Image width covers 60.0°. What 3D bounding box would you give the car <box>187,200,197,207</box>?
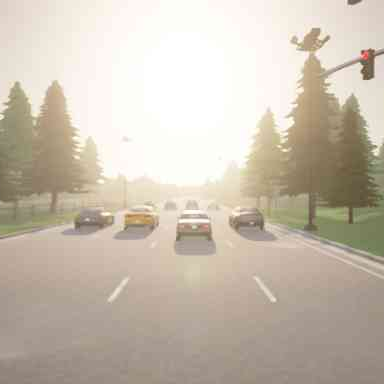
[{"bbox_3d":[0.004,2.236,65.267,1.994,1.385,4.181,0,-1,0],"label":"car"}]

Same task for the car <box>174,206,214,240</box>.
[{"bbox_3d":[0.101,1.736,18.227,2.033,1.411,5.357,0,-1,0],"label":"car"}]

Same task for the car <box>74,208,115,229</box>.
[{"bbox_3d":[-6.899,1.811,23.952,1.994,1.385,4.181,0,-1,0],"label":"car"}]

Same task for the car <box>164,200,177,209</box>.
[{"bbox_3d":[-3.497,2.041,54.849,1.882,1.535,5.008,0,-1,0],"label":"car"}]

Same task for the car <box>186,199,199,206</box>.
[{"bbox_3d":[0.003,1.919,55.203,2.097,1.767,4.553,0,-1,0],"label":"car"}]

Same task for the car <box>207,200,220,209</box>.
[{"bbox_3d":[3.503,2.093,55.264,1.812,1.442,4.674,0,-1,0],"label":"car"}]

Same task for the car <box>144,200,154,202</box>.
[{"bbox_3d":[-6.997,2.068,54.849,1.837,1.490,4.892,0,-1,0],"label":"car"}]

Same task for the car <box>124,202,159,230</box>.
[{"bbox_3d":[-3.399,1.716,23.124,1.882,1.535,5.008,0,-1,0],"label":"car"}]

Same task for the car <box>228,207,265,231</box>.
[{"bbox_3d":[3.602,1.724,22.540,2.128,1.511,4.902,0,-1,0],"label":"car"}]
